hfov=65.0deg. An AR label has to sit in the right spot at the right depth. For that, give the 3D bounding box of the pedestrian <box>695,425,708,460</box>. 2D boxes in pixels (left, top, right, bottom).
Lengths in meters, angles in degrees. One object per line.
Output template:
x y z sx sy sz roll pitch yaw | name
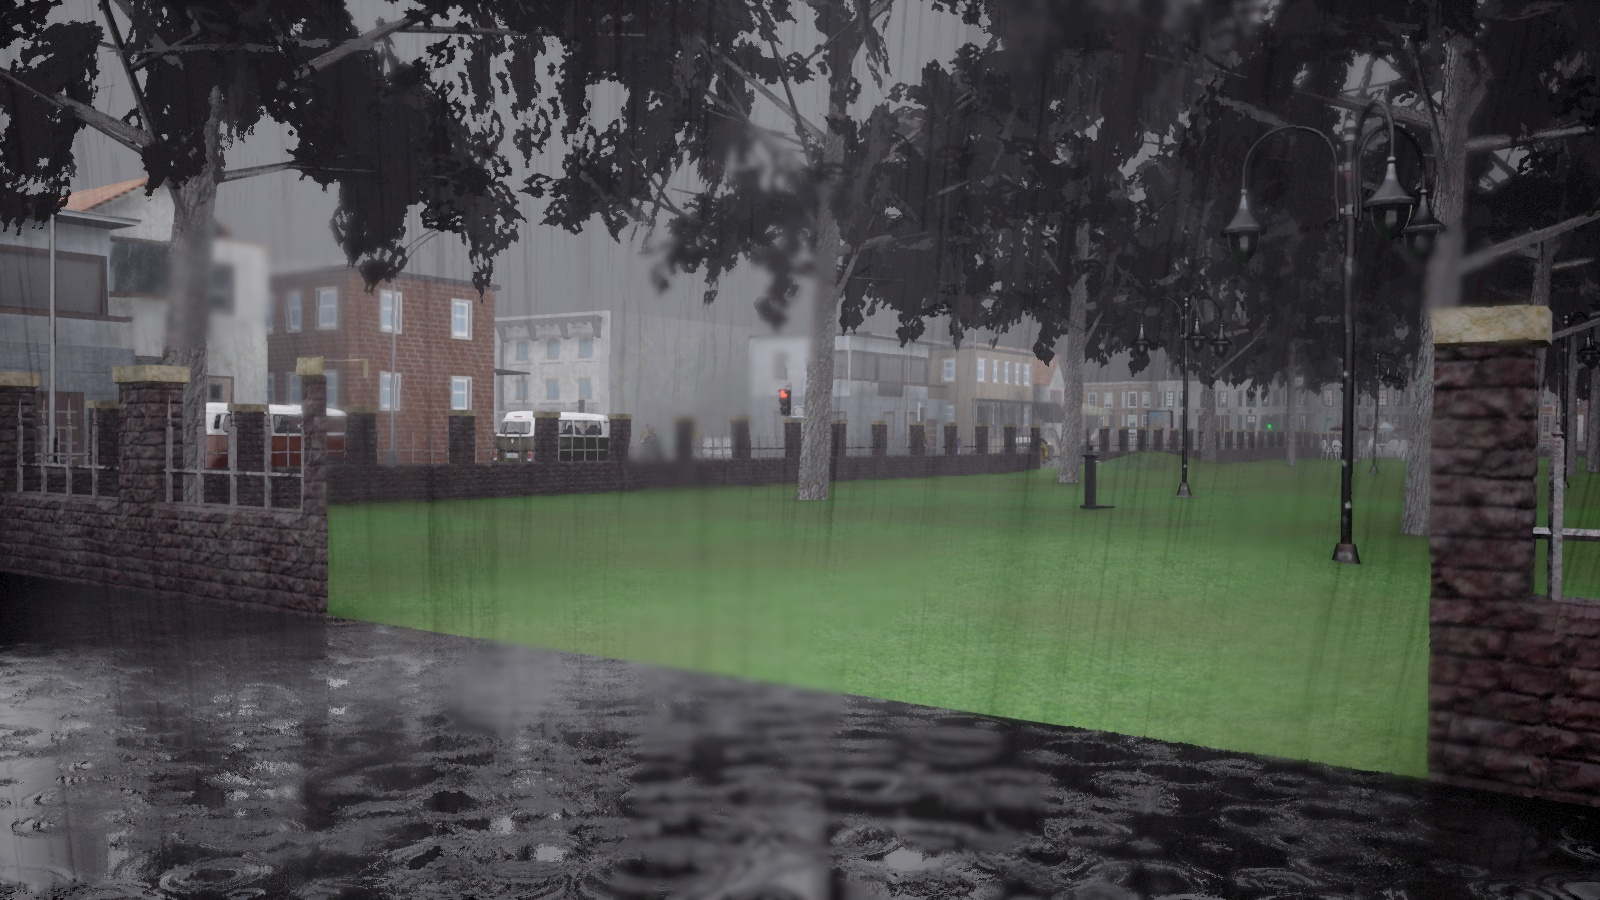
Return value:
-5.225 -0.420 66.560 0.431 1.840 0.709 -1 1 -27 | pedestrian

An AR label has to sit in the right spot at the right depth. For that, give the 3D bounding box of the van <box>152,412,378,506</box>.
-12.479 0.164 29.562 2.069 2.038 4.480 0 1 33 | van

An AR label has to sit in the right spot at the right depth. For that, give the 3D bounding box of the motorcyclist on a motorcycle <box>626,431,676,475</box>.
-5.555 0.096 46.778 0.866 1.590 1.817 0 1 33 | motorcyclist on a motorcycle

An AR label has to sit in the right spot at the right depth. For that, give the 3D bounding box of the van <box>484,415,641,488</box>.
-7.002 0.007 37.457 2.069 2.038 4.480 0 1 33 | van

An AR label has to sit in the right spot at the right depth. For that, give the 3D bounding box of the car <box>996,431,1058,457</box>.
13.397 -0.373 73.902 1.812 1.442 4.674 0 1 35 | car
